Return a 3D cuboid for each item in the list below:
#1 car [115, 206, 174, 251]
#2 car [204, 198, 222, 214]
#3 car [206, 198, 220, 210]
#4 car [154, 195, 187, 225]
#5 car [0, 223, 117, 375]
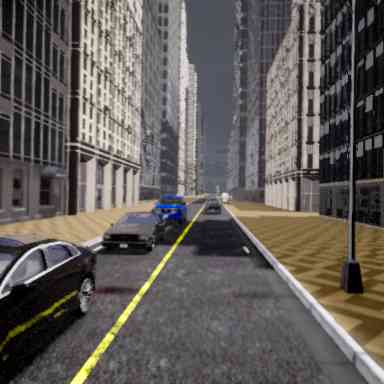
[{"bbox_3d":[-2.271,1.554,14.579,2.033,1.411,5.357,1,0,4],"label":"car"},{"bbox_3d":[2.367,1.646,37.414,2.128,1.511,4.902,1,0,4],"label":"car"},{"bbox_3d":[3.070,1.704,48.635,1.837,1.490,4.892,1,0,4],"label":"car"},{"bbox_3d":[-1.584,1.272,25.249,2.150,2.045,5.566,1,0,4],"label":"car"},{"bbox_3d":[-2.890,1.458,4.726,2.128,1.511,4.902,1,0,4],"label":"car"}]
